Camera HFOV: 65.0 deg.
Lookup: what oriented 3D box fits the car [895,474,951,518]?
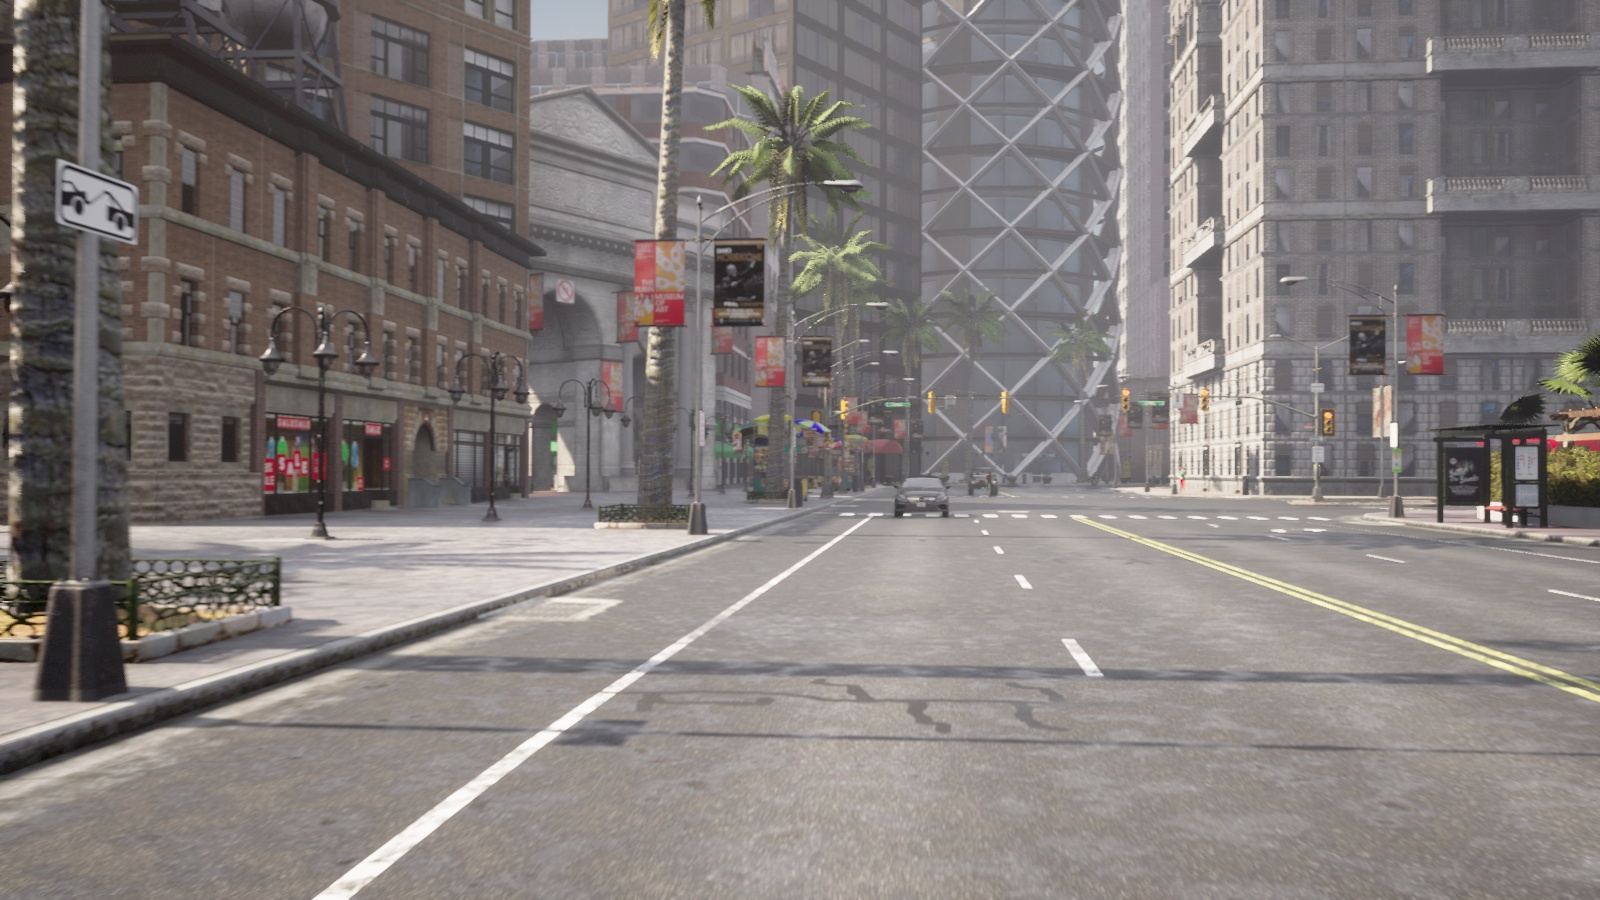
[{"bbox_3d":[4.330,1.561,43.863,1.812,1.442,4.674,0,-1,7],"label":"car"}]

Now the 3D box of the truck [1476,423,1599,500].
[{"bbox_3d":[39.643,0.597,64.182,8.468,3.827,2.891,0,-1,6],"label":"truck"}]

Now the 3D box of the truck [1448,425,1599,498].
[{"bbox_3d":[39.952,0.655,67.668,8.468,3.827,2.891,0,-1,6],"label":"truck"}]

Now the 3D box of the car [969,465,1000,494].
[{"bbox_3d":[12.410,1.985,84.657,1.905,1.878,3.866,0,0,6],"label":"car"}]
